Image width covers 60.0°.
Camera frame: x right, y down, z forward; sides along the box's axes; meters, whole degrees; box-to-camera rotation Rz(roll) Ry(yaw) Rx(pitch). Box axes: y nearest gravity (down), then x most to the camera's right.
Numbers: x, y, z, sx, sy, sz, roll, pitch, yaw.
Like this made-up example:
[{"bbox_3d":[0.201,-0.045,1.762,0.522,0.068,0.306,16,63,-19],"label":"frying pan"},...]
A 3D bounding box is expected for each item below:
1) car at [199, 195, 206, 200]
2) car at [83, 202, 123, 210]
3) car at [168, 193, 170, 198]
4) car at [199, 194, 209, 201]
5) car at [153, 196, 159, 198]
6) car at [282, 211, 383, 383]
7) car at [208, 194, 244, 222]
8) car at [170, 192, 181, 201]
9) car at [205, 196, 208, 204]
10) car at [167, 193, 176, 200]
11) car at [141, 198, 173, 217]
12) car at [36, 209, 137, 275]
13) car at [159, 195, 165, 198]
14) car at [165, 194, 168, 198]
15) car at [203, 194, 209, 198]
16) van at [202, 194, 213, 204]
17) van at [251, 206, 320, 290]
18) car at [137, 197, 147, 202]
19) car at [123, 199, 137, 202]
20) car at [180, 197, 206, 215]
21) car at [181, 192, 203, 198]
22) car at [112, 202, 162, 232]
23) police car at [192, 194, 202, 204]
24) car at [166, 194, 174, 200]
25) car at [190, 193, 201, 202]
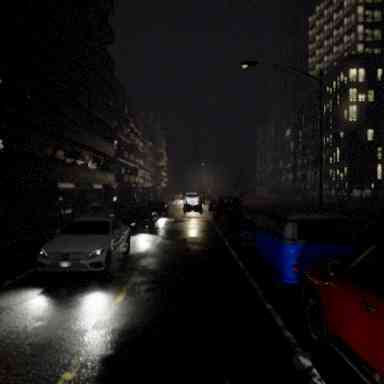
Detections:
[{"bbox_3d":[2.659,1.372,86.082,1.802,1.307,4.206,0,0,0],"label":"car"},{"bbox_3d":[-5.701,1.486,19.759,2.008,1.369,4.403,0,0,0],"label":"car"},{"bbox_3d":[-5.718,1.352,75.026,1.887,1.381,4.507,0,0,0],"label":"car"},{"bbox_3d":[2.661,1.247,75.027,1.967,1.590,4.097,0,0,0],"label":"car"},{"bbox_3d":[-5.708,1.316,41.865,1.967,1.590,4.097,0,0,0],"label":"car"},{"bbox_3d":[2.684,1.303,3.182,2.192,1.841,5.009,0,0,0],"label":"car"},{"bbox_3d":[2.676,1.234,25.287,2.192,1.841,5.009,0,0,0],"label":"car"},{"bbox_3d":[-3.024,0.974,73.441,2.150,2.045,5.566,0,0,0],"label":"car"},{"bbox_3d":[2.674,1.434,36.342,1.887,1.381,4.507,0,0,0],"label":"car"},{"bbox_3d":[-5.725,1.097,91.605,2.192,1.841,5.009,0,0,0],"label":"car"},{"bbox_3d":[-3.059,1.472,29.446,1.994,1.385,4.181,0,0,0],"label":"car"},{"bbox_3d":[-3.098,1.489,10.438,1.812,1.442,4.674,0,0,0],"label":"car"},{"bbox_3d":[-5.711,1.374,52.749,1.752,1.417,4.829,0,0,0],"label":"car"},{"bbox_3d":[-5.713,1.381,58.445,1.887,1.381,4.507,0,0,0],"label":"car"},{"bbox_3d":[2.669,1.374,53.092,1.752,1.417,4.829,0,0,0],"label":"car"},{"bbox_3d":[2.666,1.178,58.447,1.690,1.788,3.998,0,0,0],"label":"van"},{"bbox_3d":[2.682,1.310,8.707,1.690,1.788,3.998,0,0,0],"label":"van"},{"bbox_3d":[-5.705,1.345,30.812,1.967,1.590,4.097,0,0,0],"label":"car"},{"bbox_3d":[-5.703,1.464,25.285,1.887,1.381,4.507,0,0,0],"label":"car"},{"bbox_3d":[0.075,1.500,32.841,1.895,1.301,4.718,0,0,0],"label":"car"},{"bbox_3d":[0.006,1.093,44.679,2.150,2.045,5.566,0,1,0],"label":"car"},{"bbox_3d":[-3.093,1.500,19.522,1.994,1.385,4.181,0,0,0],"label":"car"},{"bbox_3d":[0.882,1.256,61.555,1.930,1.638,5.238,0,0,0],"label":"police car"},{"bbox_3d":[-5.722,1.316,85.909,1.752,1.417,4.829,0,0,0],"label":"car"},{"bbox_3d":[0.739,1.165,71.458,2.097,1.767,4.553,0,0,3],"label":"car"}]
